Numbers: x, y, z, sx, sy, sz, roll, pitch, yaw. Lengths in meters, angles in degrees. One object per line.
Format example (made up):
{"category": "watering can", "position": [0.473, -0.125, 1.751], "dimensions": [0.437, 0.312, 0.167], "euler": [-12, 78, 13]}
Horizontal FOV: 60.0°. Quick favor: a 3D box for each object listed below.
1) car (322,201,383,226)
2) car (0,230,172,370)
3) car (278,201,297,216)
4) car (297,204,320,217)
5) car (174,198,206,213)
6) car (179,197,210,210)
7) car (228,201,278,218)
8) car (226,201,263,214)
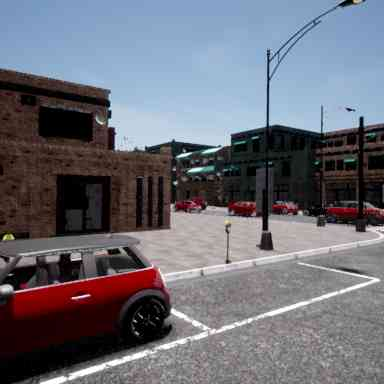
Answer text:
{"category": "car", "position": [12.131, 1.443, 23.916], "dimensions": [2.097, 1.767, 4.553], "euler": [1, -1, -37]}
{"category": "car", "position": [-2.409, 1.440, 4.826], "dimensions": [4.097, 1.590, 1.967], "euler": [0, 1, -36]}
{"category": "car", "position": [9.773, 1.739, 37.222], "dimensions": [1.967, 1.590, 4.097], "euler": [0, -1, -35]}
{"category": "car", "position": [12.938, 1.812, 32.664], "dimensions": [1.947, 1.339, 4.313], "euler": [0, -1, -35]}
{"category": "car", "position": [-0.608, 1.828, 42.033], "dimensions": [1.812, 1.442, 4.674], "euler": [1, -1, -35]}
{"category": "car", "position": [0.277, 1.773, 50.893], "dimensions": [2.192, 1.841, 5.009], "euler": [0, -1, -35]}
{"category": "car", "position": [5.670, 1.675, 32.990], "dimensions": [1.882, 1.535, 5.008], "euler": [1, -1, -35]}
{"category": "car", "position": [6.510, 1.879, 41.917], "dimensions": [1.752, 1.417, 4.829], "euler": [0, -1, -35]}
